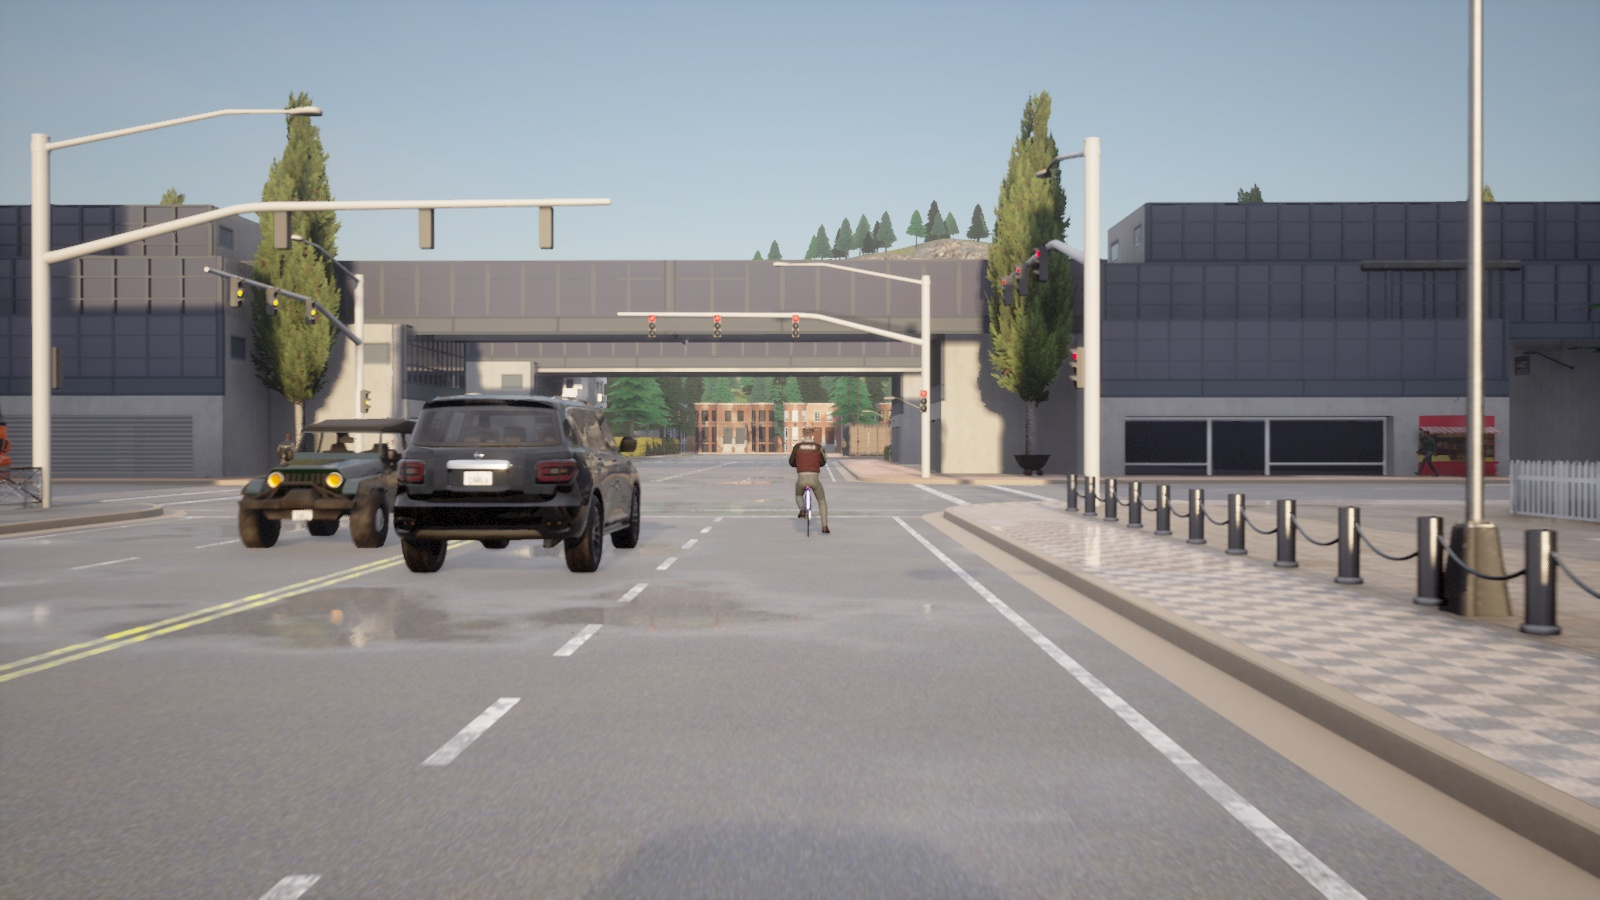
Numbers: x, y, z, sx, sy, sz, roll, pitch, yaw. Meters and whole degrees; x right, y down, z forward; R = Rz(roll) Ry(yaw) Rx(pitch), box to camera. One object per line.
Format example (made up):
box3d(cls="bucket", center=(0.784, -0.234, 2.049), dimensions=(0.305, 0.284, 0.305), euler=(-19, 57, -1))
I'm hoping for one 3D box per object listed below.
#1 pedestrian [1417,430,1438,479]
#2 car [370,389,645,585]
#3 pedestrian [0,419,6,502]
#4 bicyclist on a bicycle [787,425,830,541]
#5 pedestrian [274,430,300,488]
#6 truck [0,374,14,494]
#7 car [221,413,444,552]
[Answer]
box3d(cls="pedestrian", center=(23.847, 0.155, 47.713), dimensions=(0.614, 1.847, 0.353), euler=(0, 0, -2))
box3d(cls="car", center=(-3.394, 0.373, 15.879), dimensions=(2.150, 2.045, 5.566), euler=(0, 0, 0))
box3d(cls="pedestrian", center=(-18.313, 0.234, 27.809), dimensions=(0.900, 1.855, 0.874), euler=(0, 0, 1))
box3d(cls="bicyclist on a bicycle", center=(0.130, 0.504, 20.158), dimensions=(0.659, 1.776, 1.843), euler=(0, 1, 0))
box3d(cls="pedestrian", center=(-16.828, 0.279, 41.201), dimensions=(0.563, 1.883, 0.849), euler=(0, 0, -7))
box3d(cls="truck", center=(-27.118, -0.458, 35.591), dimensions=(7.936, 3.462, 2.891), euler=(0, 0, 2))
box3d(cls="car", center=(-6.881, 0.430, 18.951), dimensions=(1.905, 1.878, 3.866), euler=(0, 0, 0))
